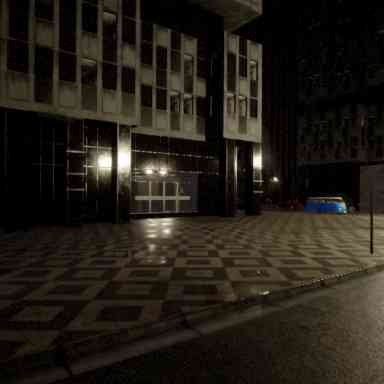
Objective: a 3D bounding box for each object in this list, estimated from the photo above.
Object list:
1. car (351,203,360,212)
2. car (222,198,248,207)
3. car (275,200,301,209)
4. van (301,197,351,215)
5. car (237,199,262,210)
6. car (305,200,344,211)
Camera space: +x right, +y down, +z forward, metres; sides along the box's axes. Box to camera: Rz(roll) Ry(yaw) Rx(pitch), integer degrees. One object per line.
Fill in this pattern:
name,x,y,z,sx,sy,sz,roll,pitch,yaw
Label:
car,20.622,1.725,39.068,1.947,1.339,4.313,0,0,-36
car,7.391,1.839,57.594,1.752,1.417,4.829,0,0,-36
car,14.056,1.818,48.262,1.802,1.307,4.206,0,0,-36
van,13.690,1.425,34.108,1.690,1.788,3.998,0,0,-36
car,7.124,1.706,43.301,1.887,1.381,4.507,0,0,-36
car,17.339,1.749,43.665,2.008,1.369,4.403,0,0,-36
